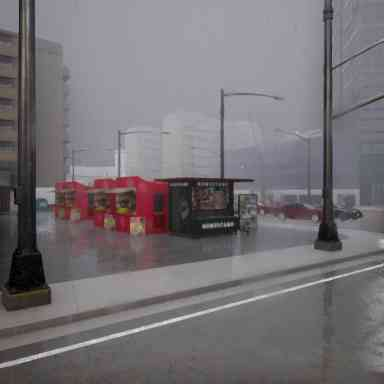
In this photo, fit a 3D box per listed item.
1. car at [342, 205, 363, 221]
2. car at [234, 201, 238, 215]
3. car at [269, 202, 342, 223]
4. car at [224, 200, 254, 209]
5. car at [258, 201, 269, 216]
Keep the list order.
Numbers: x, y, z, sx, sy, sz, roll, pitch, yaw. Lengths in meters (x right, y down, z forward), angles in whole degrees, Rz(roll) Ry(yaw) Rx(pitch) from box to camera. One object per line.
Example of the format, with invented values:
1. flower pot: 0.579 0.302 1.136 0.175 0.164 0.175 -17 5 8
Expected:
1. car: 12.238 1.672 28.434 1.994 1.385 4.181 0 -1 -35
2. car: 3.558 1.750 34.446 1.812 1.442 4.674 0 -1 -36
3. car: 9.011 1.589 26.889 1.882 1.535 5.008 0 -1 -38
4. car: 7.467 2.013 53.241 1.895 1.301 4.718 0 -1 -36
5. car: 6.961 1.689 35.710 1.882 1.535 5.008 0 -1 -36
